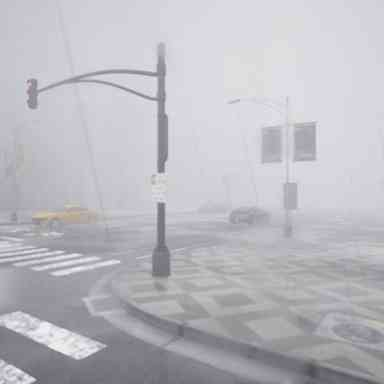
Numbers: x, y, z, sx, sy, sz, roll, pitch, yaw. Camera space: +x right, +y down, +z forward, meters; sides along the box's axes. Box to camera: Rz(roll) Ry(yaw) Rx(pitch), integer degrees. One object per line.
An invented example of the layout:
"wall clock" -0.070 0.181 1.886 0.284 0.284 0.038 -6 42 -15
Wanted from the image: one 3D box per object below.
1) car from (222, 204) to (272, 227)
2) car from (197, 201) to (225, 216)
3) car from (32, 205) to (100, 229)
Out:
"car" 4.722 1.880 26.373 2.128 1.511 4.902 0 -1 35
"car" 2.567 1.881 40.529 2.097 1.767 4.553 0 -1 35
"car" -9.034 1.715 24.170 1.882 1.535 5.008 0 0 34
